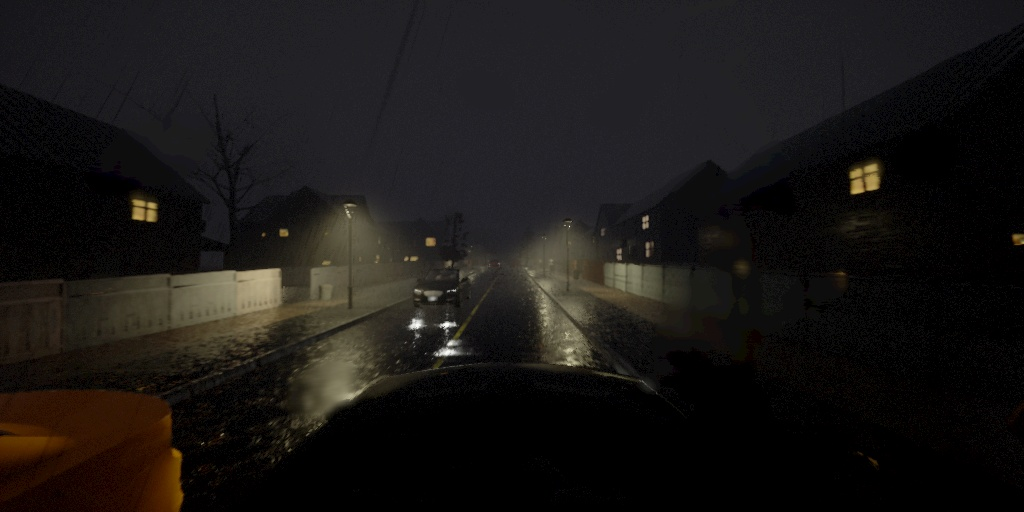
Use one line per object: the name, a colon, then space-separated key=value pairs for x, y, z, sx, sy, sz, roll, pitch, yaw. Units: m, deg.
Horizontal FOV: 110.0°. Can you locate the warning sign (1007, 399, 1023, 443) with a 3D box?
warning sign: x=2.524 y=0.860 z=1.285 sx=1.300 sy=1.860 sz=1.060 roll=0 pitch=0 yaw=0

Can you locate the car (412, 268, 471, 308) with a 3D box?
car: x=-2.870 y=1.293 z=15.461 sx=2.128 sy=1.511 sz=4.902 roll=0 pitch=0 yaw=0

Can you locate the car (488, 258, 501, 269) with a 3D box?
car: x=-2.929 y=1.315 z=61.976 sx=2.097 sy=1.767 sz=4.553 roll=0 pitch=0 yaw=0
